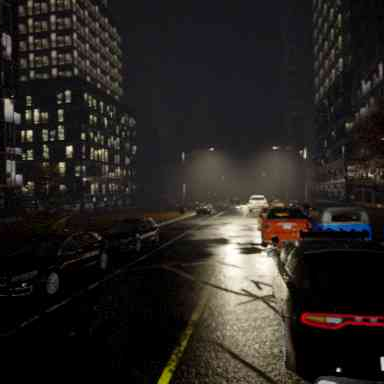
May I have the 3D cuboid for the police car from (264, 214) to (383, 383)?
[{"bbox_3d":[2.378,1.432,5.667,1.930,1.638,5.238,-2,-1,11],"label":"police car"}]

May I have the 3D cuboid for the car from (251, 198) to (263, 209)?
[{"bbox_3d":[10.719,1.866,54.899,1.882,1.535,5.008,-2,-1,11],"label":"car"}]

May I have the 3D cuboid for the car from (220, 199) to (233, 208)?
[{"bbox_3d":[5.637,2.004,58.741,1.967,1.590,4.097,-3,-1,11],"label":"car"}]

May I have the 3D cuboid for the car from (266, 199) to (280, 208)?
[{"bbox_3d":[13.876,1.904,57.192,1.947,1.339,4.313,-3,-1,11],"label":"car"}]

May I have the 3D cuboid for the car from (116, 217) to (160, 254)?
[{"bbox_3d":[-2.671,1.788,14.515,2.008,1.369,4.403,-3,-1,11],"label":"car"}]

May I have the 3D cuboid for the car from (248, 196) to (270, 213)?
[{"bbox_3d":[8.413,1.516,42.537,2.150,2.045,5.566,-2,-1,11],"label":"car"}]

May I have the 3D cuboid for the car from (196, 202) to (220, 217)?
[{"bbox_3d":[1.486,1.947,36.627,2.008,1.369,4.403,-3,-1,11],"label":"car"}]

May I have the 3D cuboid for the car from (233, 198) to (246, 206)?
[{"bbox_3d":[9.716,2.042,65.792,2.128,1.511,4.902,-2,-1,11],"label":"car"}]

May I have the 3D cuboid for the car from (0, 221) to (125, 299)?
[{"bbox_3d":[-3.710,1.750,8.987,2.008,1.369,4.403,-3,-1,11],"label":"car"}]

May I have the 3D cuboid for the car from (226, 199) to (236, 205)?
[{"bbox_3d":[8.760,2.240,75.323,1.887,1.381,4.507,-3,-1,11],"label":"car"}]

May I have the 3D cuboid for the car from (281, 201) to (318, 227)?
[{"bbox_3d":[7.636,1.530,24.027,1.967,1.590,4.097,-3,-1,11],"label":"car"}]

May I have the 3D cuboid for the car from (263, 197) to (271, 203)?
[{"bbox_3d":[19.102,2.085,84.999,1.752,1.417,4.829,-3,-1,11],"label":"car"}]

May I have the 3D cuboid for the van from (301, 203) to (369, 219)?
[{"bbox_3d":[5.553,1.353,12.973,1.690,1.788,3.998,-3,-1,11],"label":"van"}]

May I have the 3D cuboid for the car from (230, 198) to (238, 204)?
[{"bbox_3d":[10.840,2.366,86.378,1.802,1.307,4.206,-3,-1,11],"label":"car"}]

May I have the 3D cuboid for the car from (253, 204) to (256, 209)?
[{"bbox_3d":[5.185,1.600,21.345,1.882,1.535,5.008,-2,-1,13],"label":"car"}]

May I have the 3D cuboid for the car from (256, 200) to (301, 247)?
[{"bbox_3d":[4.187,1.426,15.363,2.097,1.767,4.553,-2,-1,11],"label":"car"}]
